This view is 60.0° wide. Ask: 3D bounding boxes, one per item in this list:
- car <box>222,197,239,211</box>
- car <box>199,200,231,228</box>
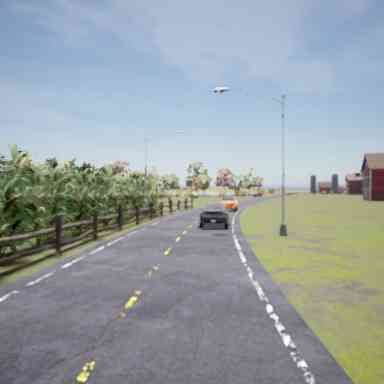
[{"bbox_3d":[4.623,1.354,40.952,2.097,1.767,4.553,0,0,12],"label":"car"},{"bbox_3d":[1.570,1.522,22.640,1.837,1.490,4.892,0,0,6],"label":"car"}]
